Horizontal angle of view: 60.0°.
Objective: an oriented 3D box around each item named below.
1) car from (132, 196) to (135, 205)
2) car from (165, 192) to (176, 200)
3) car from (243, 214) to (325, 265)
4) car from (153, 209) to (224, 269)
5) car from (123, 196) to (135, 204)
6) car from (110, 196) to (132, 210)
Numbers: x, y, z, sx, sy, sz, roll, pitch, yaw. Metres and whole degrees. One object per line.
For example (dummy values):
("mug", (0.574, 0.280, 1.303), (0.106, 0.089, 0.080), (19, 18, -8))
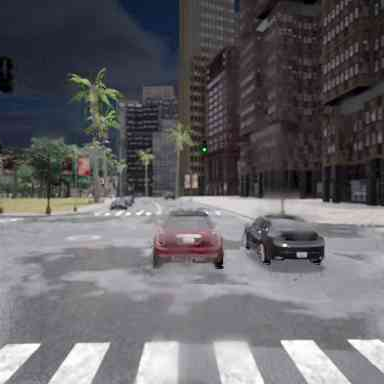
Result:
("car", (-10.066, 1.390, 50.941), (2.128, 1.511, 4.902), (0, 0, -7))
("car", (-5.409, 0.937, 81.811), (2.150, 2.045, 5.566), (0, 0, -12))
("car", (3.094, 1.565, 11.989), (1.837, 1.490, 4.892), (0, 0, -2))
("car", (-0.152, 1.411, 11.630), (2.097, 1.767, 4.553), (0, 0, -2))
("car", (-11.441, 1.402, 60.866), (1.994, 1.385, 4.181), (0, 0, -9))
("car", (-8.954, 1.517, 41.313), (1.994, 1.385, 4.181), (0, 0, -7))
